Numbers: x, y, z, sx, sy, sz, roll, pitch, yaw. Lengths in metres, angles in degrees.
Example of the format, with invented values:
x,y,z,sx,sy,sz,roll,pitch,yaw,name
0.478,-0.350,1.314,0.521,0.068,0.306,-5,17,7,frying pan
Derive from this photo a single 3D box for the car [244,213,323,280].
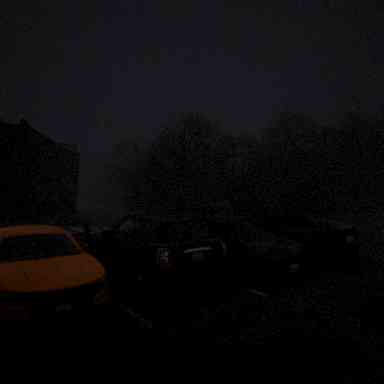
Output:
x,y,z,sx,sy,sz,roll,pitch,yaw,name
1.166,1.484,10.242,2.163,1.488,4.792,0,0,-36,car

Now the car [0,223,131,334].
x,y,z,sx,sy,sz,roll,pitch,yaw,name
-3.385,1.480,7.039,2.097,1.535,5.008,0,0,-36,car

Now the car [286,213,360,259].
x,y,z,sx,sy,sz,roll,pitch,yaw,name
3.398,1.466,11.907,2.163,1.488,4.792,0,0,-36,car

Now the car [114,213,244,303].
x,y,z,sx,sy,sz,roll,pitch,yaw,name
-1.102,1.345,8.623,2.185,1.767,4.553,0,0,-36,car
